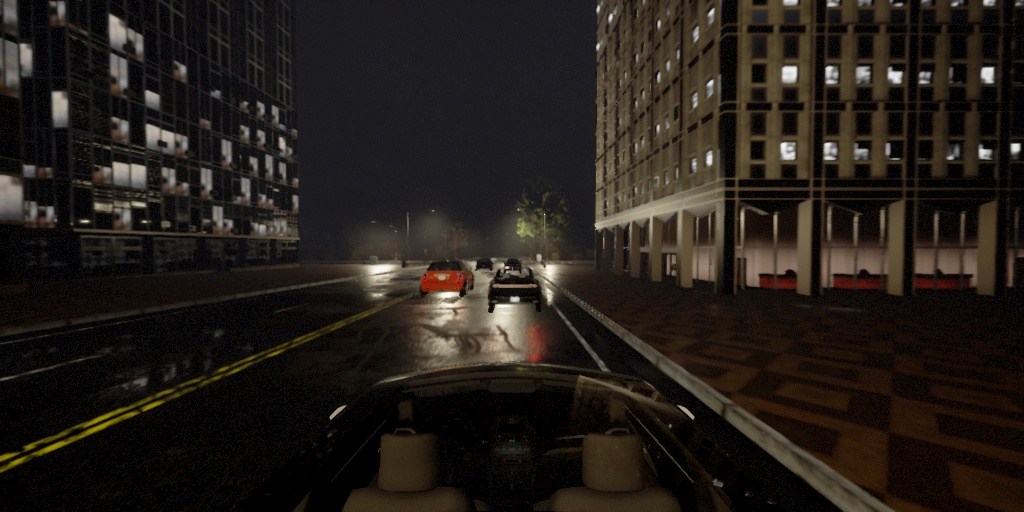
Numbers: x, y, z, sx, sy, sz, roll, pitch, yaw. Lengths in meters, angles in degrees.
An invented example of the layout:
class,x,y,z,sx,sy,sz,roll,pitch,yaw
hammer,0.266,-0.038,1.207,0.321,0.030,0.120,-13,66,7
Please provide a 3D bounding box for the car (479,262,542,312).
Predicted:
class,x,y,z,sx,sy,sz,roll,pitch,yaw
car,0.093,1.159,13.804,2.128,1.511,4.902,0,0,0

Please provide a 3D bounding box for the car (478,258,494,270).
class,x,y,z,sx,sy,sz,roll,pitch,yaw
car,-3.171,0.934,42.255,1.882,1.535,5.008,0,0,0

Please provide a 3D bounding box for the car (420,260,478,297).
class,x,y,z,sx,sy,sz,roll,pitch,yaw
car,-3.159,0.989,18.288,2.097,1.767,4.553,0,0,0

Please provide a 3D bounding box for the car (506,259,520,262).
class,x,y,z,sx,sy,sz,roll,pitch,yaw
car,0.082,1.000,37.285,1.837,1.490,4.892,0,0,0
